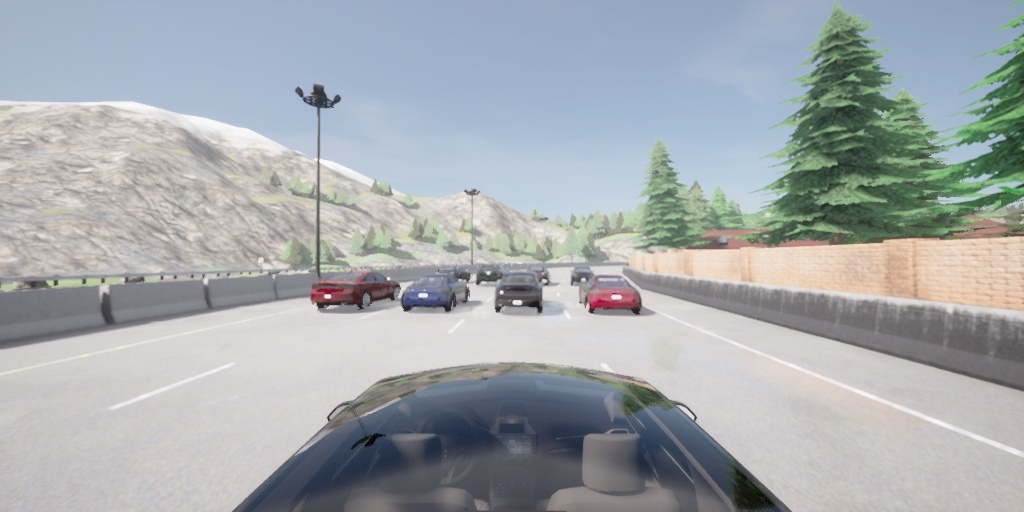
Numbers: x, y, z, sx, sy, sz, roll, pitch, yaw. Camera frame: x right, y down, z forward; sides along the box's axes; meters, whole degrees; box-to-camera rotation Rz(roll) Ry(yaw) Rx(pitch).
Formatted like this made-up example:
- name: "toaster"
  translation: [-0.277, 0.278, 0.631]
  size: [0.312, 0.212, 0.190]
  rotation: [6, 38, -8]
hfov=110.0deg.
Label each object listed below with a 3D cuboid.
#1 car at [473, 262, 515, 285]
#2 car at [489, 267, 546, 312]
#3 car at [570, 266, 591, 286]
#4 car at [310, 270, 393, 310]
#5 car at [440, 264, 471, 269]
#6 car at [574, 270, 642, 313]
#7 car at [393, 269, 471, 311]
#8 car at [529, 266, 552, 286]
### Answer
- name: "car"
  translation: [-1.420, 1.367, 29.095]
  size: [2.097, 1.767, 4.553]
  rotation: [0, -1, 10]
- name: "car"
  translation: [0.383, 1.388, 15.000]
  size: [1.837, 1.490, 4.892]
  rotation: [0, 0, 5]
- name: "car"
  translation: [5.540, 1.542, 28.228]
  size: [1.812, 1.442, 4.674]
  rotation: [0, 0, 10]
- name: "car"
  translation: [-6.580, 1.357, 15.677]
  size: [1.882, 1.535, 5.008]
  rotation: [0, 0, 5]
- name: "car"
  translation: [-4.832, 1.513, 29.882]
  size: [2.128, 1.511, 4.902]
  rotation: [0, 0, 10]
- name: "car"
  translation: [3.873, 1.446, 14.717]
  size: [1.994, 1.385, 4.181]
  rotation: [0, -1, 5]
- name: "car"
  translation: [-3.111, 1.443, 15.211]
  size: [1.994, 1.385, 4.181]
  rotation: [0, -1, 5]
- name: "car"
  translation: [2.071, 1.510, 28.722]
  size: [2.128, 1.511, 4.902]
  rotation: [0, 0, 10]
